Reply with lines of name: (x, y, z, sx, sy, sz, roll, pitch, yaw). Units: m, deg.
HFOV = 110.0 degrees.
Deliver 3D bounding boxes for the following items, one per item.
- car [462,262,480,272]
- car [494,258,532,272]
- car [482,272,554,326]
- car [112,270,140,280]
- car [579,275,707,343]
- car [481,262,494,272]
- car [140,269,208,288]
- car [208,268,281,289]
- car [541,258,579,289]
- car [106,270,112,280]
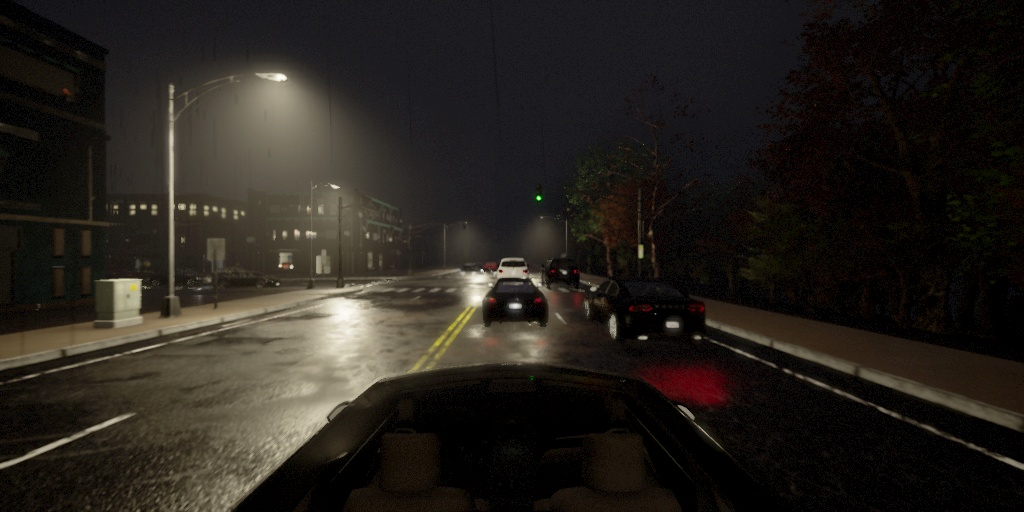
car: (-6.593, 1.696, 55.699, 1.882, 1.535, 5.008, 0, -1, 0)
car: (0.092, 1.187, 25.981, 2.150, 2.045, 5.566, 0, 0, 0)
car: (0.096, 1.405, 12.087, 1.994, 1.385, 4.181, 0, -1, 0)
car: (-39.364, 2.017, 35.749, 4.207, 1.307, 1.802, 0, 0, 0)
car: (3.346, 1.300, 9.946, 1.882, 1.535, 5.008, 0, 0, 0)
car: (-3.342, 1.697, 55.777, 1.882, 1.535, 5.008, 0, -1, 0)
car: (-27.580, 1.834, 29.950, 4.674, 1.442, 1.812, -1, 0, 0)
car: (-19.958, 1.790, 27.231, 4.313, 1.339, 1.948, 0, 0, 0)
car: (3.339, 1.180, 25.377, 2.150, 2.045, 5.566, 0, 0, 0)
car: (-33.834, 1.822, 27.363, 4.097, 1.591, 1.967, 0, 0, 0)
